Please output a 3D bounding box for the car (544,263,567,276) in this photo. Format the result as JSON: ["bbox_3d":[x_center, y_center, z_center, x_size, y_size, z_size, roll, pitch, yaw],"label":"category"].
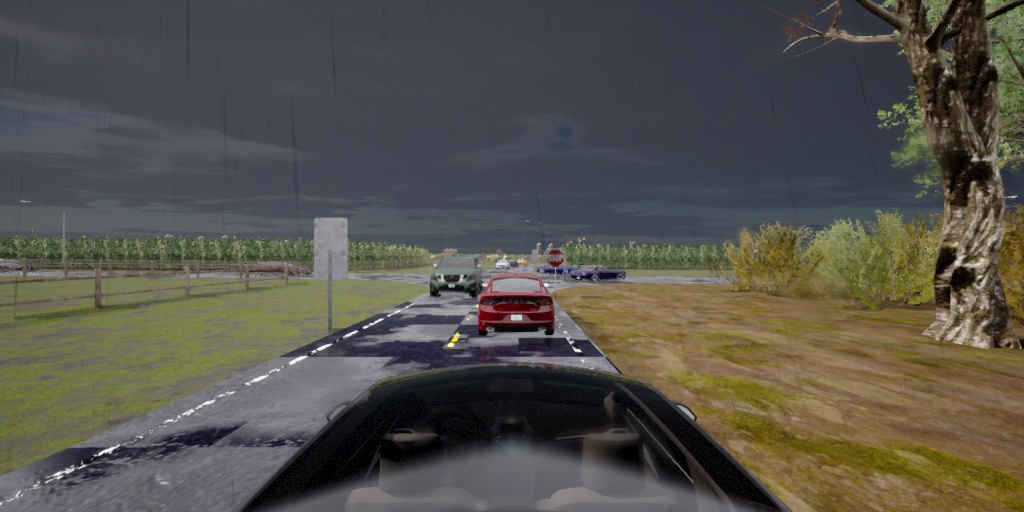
[{"bbox_3d":[4.881,1.405,37.465,4.718,1.301,1.895,0,0,39],"label":"car"}]

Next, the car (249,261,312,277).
[{"bbox_3d":[-20.576,1.141,32.395,4.674,1.442,1.812,0,0,3],"label":"car"}]

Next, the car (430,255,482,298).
[{"bbox_3d":[-2.705,0.972,18.713,2.150,2.045,5.566,0,0,0],"label":"car"}]

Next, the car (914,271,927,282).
[{"bbox_3d":[34.415,1.496,28.067,4.674,1.442,1.812,0,0,6],"label":"car"}]

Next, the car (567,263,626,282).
[{"bbox_3d":[7.025,1.400,28.908,4.718,1.301,1.895,0,0,-33],"label":"car"}]

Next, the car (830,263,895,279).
[{"bbox_3d":[31.095,1.312,32.141,4.553,1.767,2.097,0,0,6],"label":"car"}]

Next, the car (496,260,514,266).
[{"bbox_3d":[-1.317,1.298,53.997,1.812,1.442,4.674,0,0,6],"label":"car"}]

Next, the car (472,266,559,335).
[{"bbox_3d":[0.105,1.228,10.499,1.882,1.535,5.008,0,0,0],"label":"car"}]

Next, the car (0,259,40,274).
[{"bbox_3d":[-47.286,0.983,33.690,4.181,1.385,1.994,0,0,4],"label":"car"}]

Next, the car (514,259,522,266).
[{"bbox_3d":[0.002,1.330,63.592,2.033,1.411,5.357,0,0,9],"label":"car"}]

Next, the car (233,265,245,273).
[{"bbox_3d":[-25.401,1.192,36.308,4.718,1.301,1.895,0,0,2],"label":"car"}]
